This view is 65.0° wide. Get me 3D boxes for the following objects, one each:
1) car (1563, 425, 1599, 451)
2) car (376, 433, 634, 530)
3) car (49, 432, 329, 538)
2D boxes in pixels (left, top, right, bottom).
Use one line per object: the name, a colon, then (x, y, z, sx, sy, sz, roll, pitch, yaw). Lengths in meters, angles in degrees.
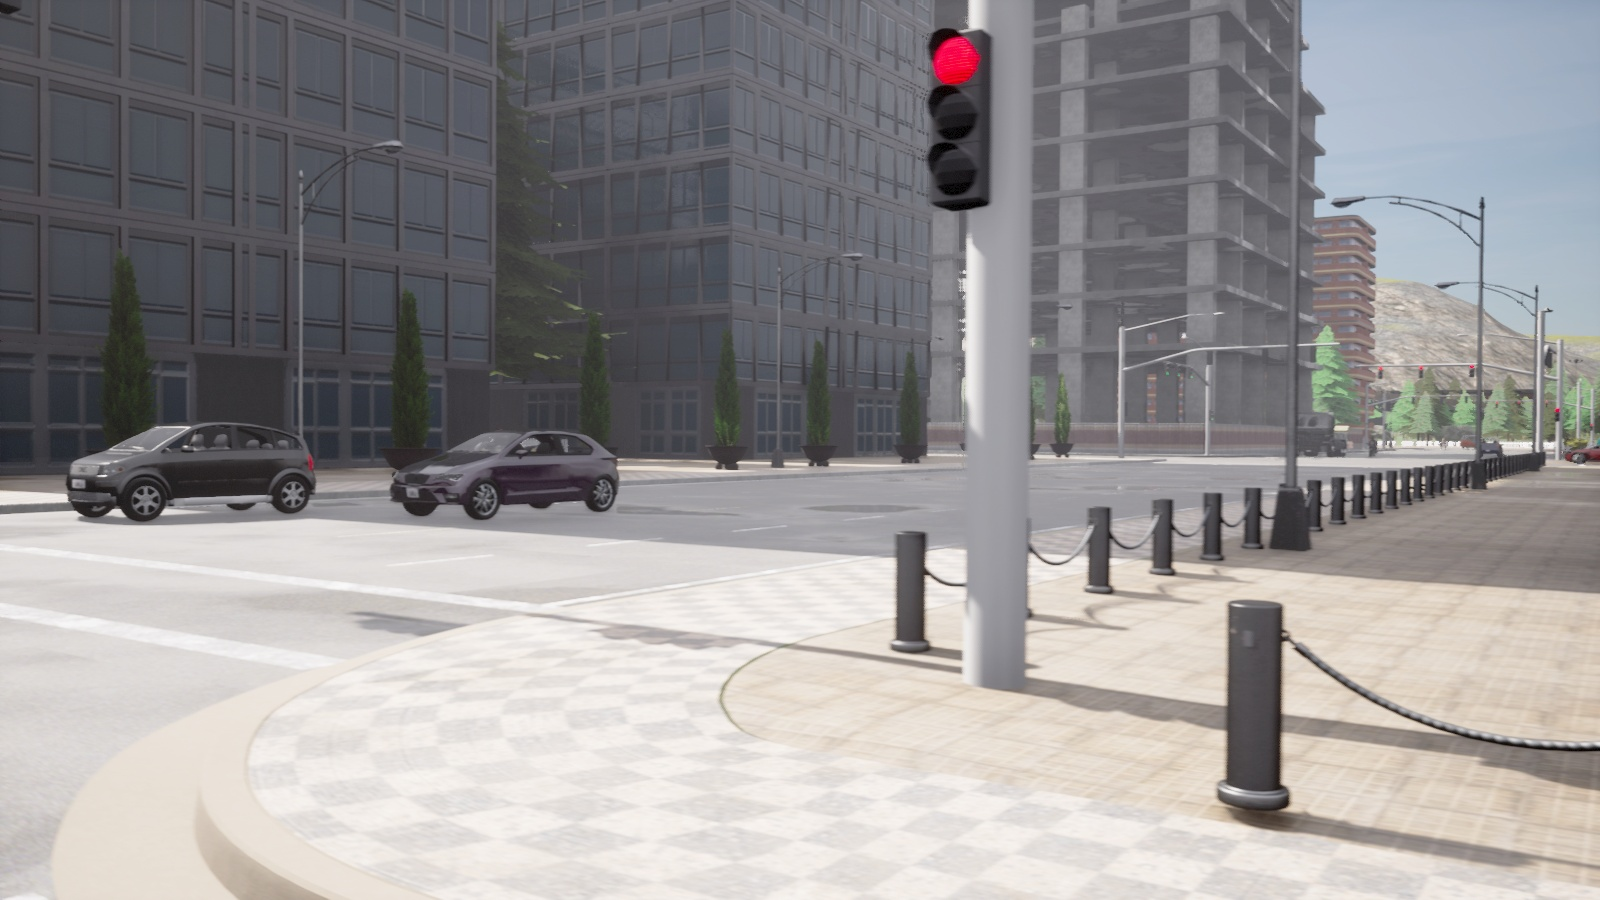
car: (47.991, -0.717, 74.260, 4.792, 1.488, 2.163, 0, 1, 34)
car: (-4.949, 0.464, 21.620, 1.816, 1.474, 4.193, 0, 1, 34)
car: (-9.884, 0.494, 20.555, 1.789, 1.549, 3.705, 0, 1, 34)
